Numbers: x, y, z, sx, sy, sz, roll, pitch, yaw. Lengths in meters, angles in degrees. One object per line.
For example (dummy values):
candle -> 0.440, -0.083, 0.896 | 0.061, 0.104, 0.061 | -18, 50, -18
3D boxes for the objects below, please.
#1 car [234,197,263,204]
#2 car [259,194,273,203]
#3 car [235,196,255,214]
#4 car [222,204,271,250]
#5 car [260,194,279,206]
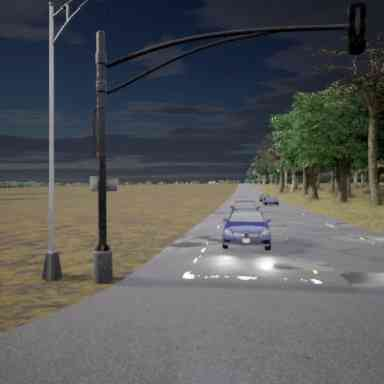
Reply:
car -> 3.745, 1.370, 23.380 | 1.882, 1.535, 5.008 | 0, 0, 9
car -> 12.702, 1.053, 57.309 | 1.994, 1.385, 4.181 | 0, 1, 9
car -> 5.304, 1.272, 33.482 | 1.882, 1.535, 5.008 | 0, 1, 9
car -> 2.351, 1.480, 14.278 | 1.812, 1.442, 4.674 | 0, 0, 10
car -> 11.197, 1.187, 47.426 | 1.994, 1.385, 4.181 | 0, 1, 7
